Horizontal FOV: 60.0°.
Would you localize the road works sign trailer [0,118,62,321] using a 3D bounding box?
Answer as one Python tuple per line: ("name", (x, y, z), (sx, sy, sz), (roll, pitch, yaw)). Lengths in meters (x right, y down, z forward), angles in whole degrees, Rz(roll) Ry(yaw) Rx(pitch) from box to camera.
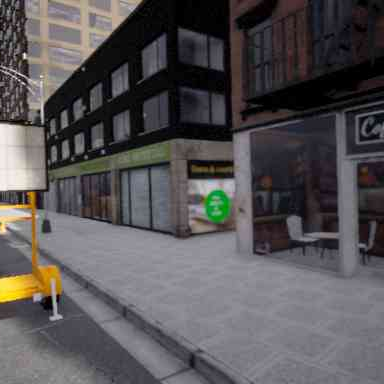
("road works sign trailer", (-3.979, 0.416, 6.189), (2.380, 3.560, 2.880), (-2, 2, -35))
